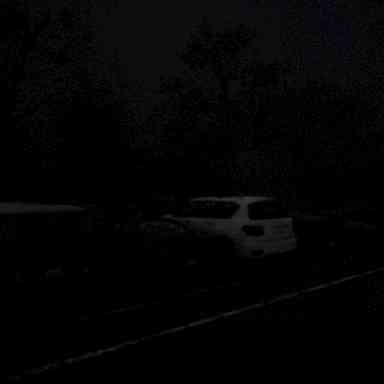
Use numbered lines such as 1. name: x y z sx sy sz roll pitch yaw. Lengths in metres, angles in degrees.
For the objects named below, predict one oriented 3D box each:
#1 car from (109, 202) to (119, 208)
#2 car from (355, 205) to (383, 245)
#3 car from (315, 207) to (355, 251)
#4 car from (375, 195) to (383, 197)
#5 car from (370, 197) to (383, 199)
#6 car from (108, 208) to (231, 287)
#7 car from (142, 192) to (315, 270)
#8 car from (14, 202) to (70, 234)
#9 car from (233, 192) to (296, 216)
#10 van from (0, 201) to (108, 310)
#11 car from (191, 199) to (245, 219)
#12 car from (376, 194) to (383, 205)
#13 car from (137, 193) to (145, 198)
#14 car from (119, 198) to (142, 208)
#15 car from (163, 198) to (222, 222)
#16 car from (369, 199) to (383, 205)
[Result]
1. car: -6.860 1.436 21.585 2.163 1.488 4.792 -1 0 -36
2. car: 5.414 1.387 14.281 2.163 1.488 4.792 -1 0 -36
3. car: 3.123 1.381 12.674 2.231 1.521 4.892 -1 0 -35
4. car: 27.133 1.148 45.923 2.231 1.521 4.892 0 0 -36
5. car: 12.129 1.297 19.344 1.946 1.575 5.366 0 0 -36
6. car: -1.441 1.429 9.411 2.097 1.535 5.008 -1 0 -36
7. car: 0.819 1.153 11.067 2.435 2.045 5.566 -1 0 -36
8. car: -9.140 1.431 19.985 2.097 1.535 5.008 -1 0 -36
9. car: 6.631 1.036 31.228 2.435 2.045 5.566 0 0 -36
10. van: -3.794 1.228 7.879 1.878 1.987 4.442 -1 0 -36
11. car: 2.086 1.360 28.012 2.002 1.452 4.674 0 0 -36
12. car: 29.503 1.128 47.382 1.946 1.575 5.366 0 0 -36
13. car: -2.333 1.108 24.822 2.435 2.045 5.566 -1 0 -36
14. car: -4.628 1.411 23.252 2.163 1.488 4.792 -1 0 -36
15. car: -0.077 1.339 26.462 2.097 1.535 5.008 -1 0 -36
16. car: 9.962 1.317 17.561 2.097 1.535 5.008 0 0 -36
